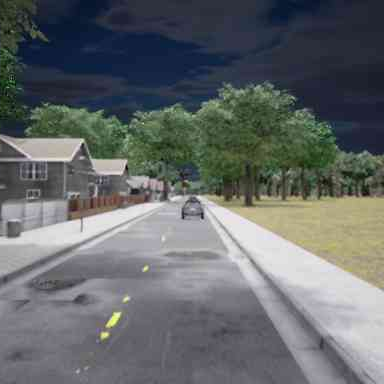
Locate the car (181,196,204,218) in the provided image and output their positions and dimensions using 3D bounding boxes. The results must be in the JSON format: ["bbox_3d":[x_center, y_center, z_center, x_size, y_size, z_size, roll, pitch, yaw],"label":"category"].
[{"bbox_3d":[0.082,1.478,29.381,2.033,1.649,4.856,0,0,1],"label":"car"}]

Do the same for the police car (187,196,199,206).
[{"bbox_3d":[0.123,1.499,57.897,2.038,1.542,4.974,0,1,0],"label":"police car"}]
